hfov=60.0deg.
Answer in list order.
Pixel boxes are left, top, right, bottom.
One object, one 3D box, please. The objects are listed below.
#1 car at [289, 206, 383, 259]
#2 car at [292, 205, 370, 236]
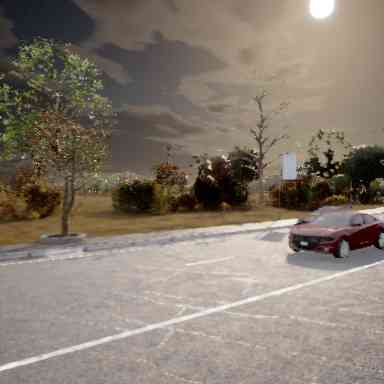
[{"bbox_3d":[5.745,1.473,12.846,5.008,1.535,1.882,0,0,-39],"label":"car"},{"bbox_3d":[8.240,1.538,19.417,5.357,1.411,2.033,0,0,-40],"label":"car"}]
